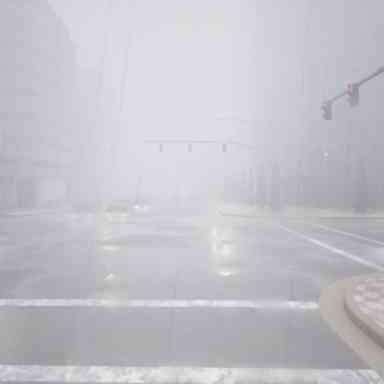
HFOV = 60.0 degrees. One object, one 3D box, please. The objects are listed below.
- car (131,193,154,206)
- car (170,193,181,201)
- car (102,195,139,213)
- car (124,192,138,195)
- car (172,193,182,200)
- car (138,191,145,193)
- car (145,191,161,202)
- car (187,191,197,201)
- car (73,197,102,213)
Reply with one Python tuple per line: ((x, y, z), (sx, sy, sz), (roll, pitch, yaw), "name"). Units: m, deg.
((-7.045, 1.227, 47.699), (1.994, 1.385, 4.181), (0, 0, 0), "car")
((-3.442, 1.030, 67.296), (1.837, 1.490, 4.892), (0, 0, 0), "car")
((-7.068, 1.311, 33.416), (2.033, 1.411, 5.357), (0, 0, 0), "car")
((-10.511, 1.125, 54.144), (1.837, 1.490, 4.892), (0, 0, 0), "car")
((-3.434, 0.954, 76.623), (2.128, 1.511, 4.902), (0, 0, 0), "car")
((-10.440, 0.722, 69.761), (2.150, 2.045, 5.566), (0, 0, 0), "car")
((-6.994, 0.912, 62.362), (2.097, 1.767, 4.553), (0, 0, 1), "car")
((0.058, 1.077, 66.724), (2.033, 1.411, 5.357), (0, 0, 0), "car")
((-10.565, 1.238, 33.942), (1.882, 1.535, 5.008), (0, 0, 0), "car")
